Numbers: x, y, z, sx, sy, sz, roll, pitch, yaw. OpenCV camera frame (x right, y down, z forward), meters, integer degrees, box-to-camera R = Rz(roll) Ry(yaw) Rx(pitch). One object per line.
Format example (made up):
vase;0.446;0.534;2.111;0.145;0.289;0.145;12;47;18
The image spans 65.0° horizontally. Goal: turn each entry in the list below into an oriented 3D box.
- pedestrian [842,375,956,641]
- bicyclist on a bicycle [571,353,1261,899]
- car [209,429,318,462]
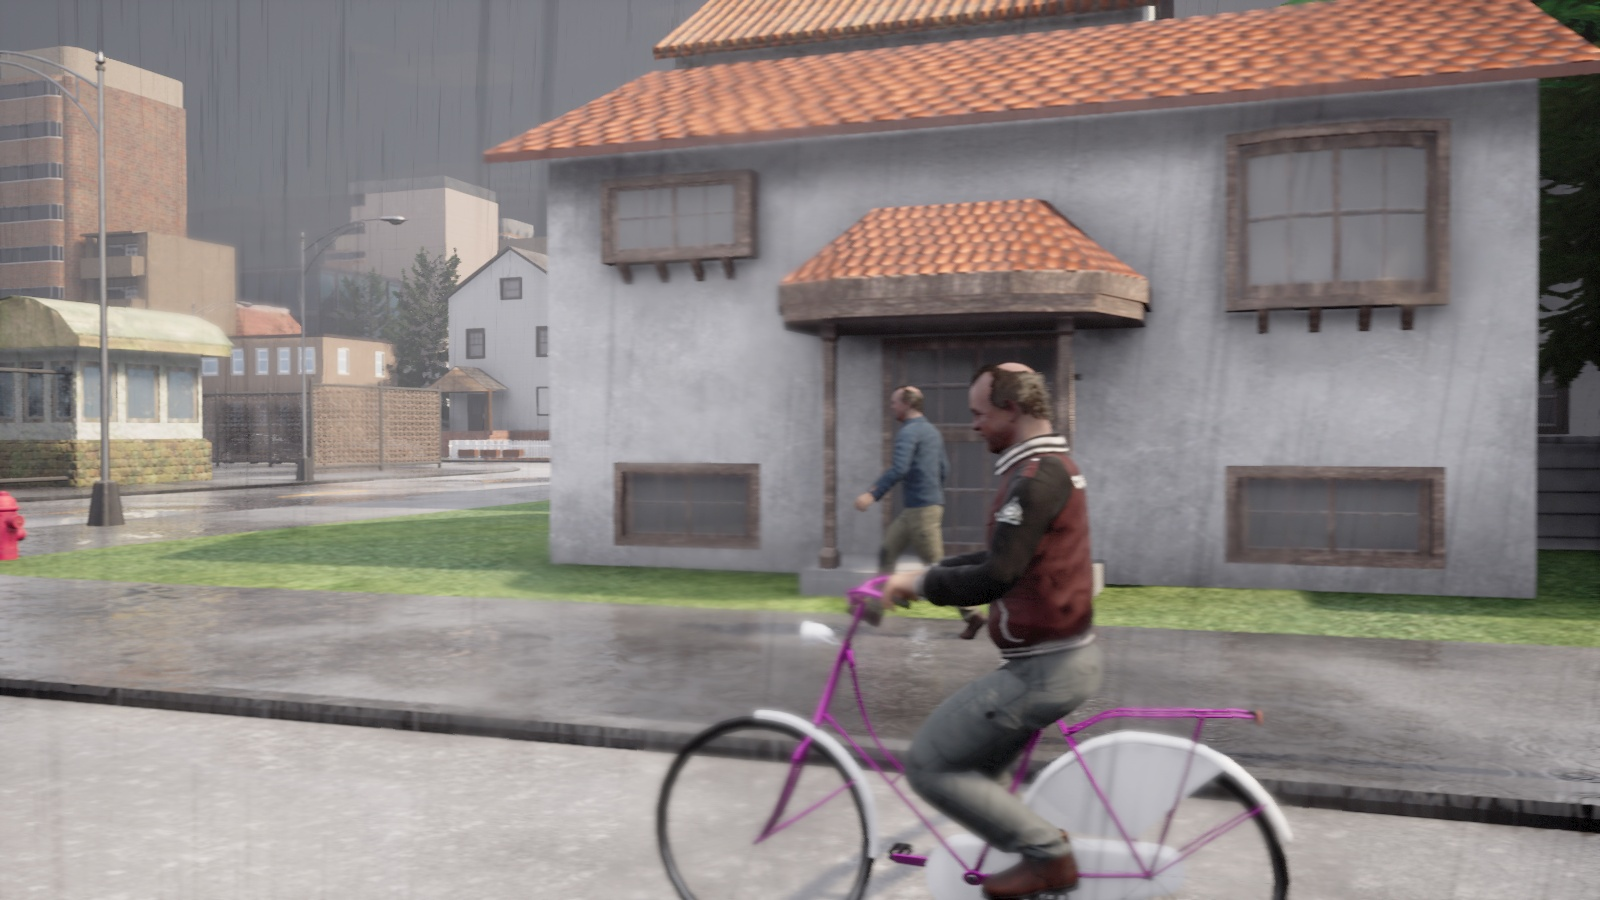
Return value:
pedestrian;0.712;0.395;8.975;0.726;1.842;0.402;1;1;19
bicyclist on a bicycle;0.326;0.640;3.620;1.843;1.776;0.659;1;1;18
car;-25.756;-0.231;60.260;4.892;1.490;1.837;1;1;21
